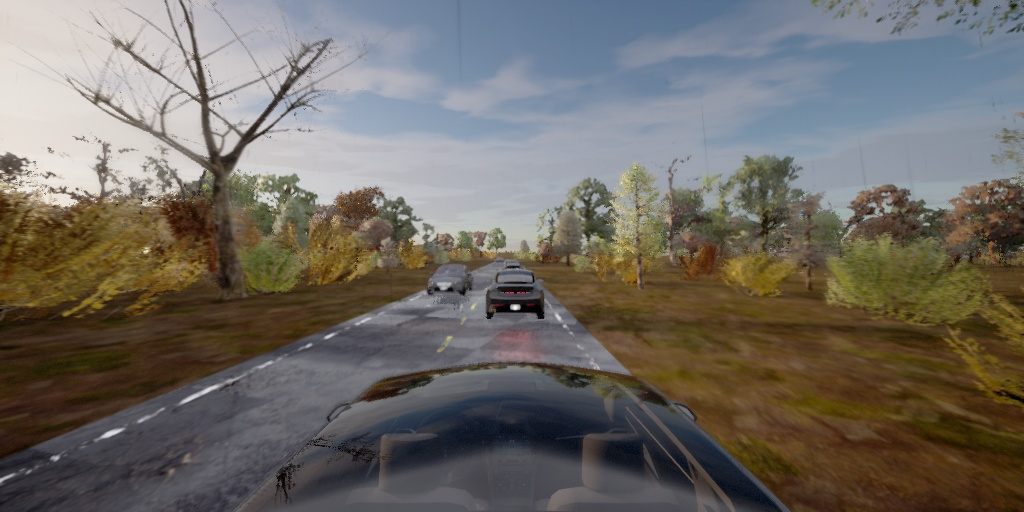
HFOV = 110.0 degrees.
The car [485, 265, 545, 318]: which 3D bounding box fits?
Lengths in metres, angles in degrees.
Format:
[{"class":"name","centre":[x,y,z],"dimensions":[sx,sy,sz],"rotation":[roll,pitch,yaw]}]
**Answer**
[{"class":"car","centre":[0.096,1.230,12.795],"dimensions":[1.837,1.490,4.892],"rotation":[0,0,0]}]

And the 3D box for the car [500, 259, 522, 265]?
[{"class":"car","centre":[0.099,1.190,30.892],"dimensions":[1.837,1.490,4.892],"rotation":[0,0,0]}]

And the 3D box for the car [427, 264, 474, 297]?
[{"class":"car","centre":[-3.101,1.203,18.757],"dimensions":[2.128,1.511,4.902],"rotation":[0,0,0]}]
